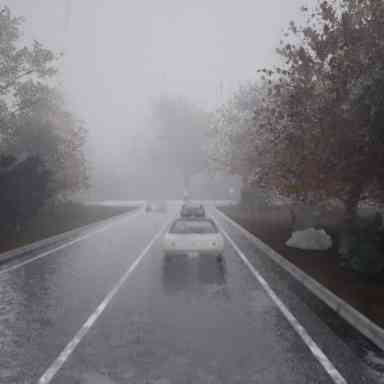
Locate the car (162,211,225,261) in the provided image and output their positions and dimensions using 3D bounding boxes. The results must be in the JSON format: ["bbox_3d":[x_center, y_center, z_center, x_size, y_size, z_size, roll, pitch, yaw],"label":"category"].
[{"bbox_3d":[0.064,1.572,12.095,1.895,1.301,4.718,0,0,0],"label":"car"}]

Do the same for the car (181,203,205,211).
[{"bbox_3d":[0.065,1.536,27.095,1.895,1.301,4.718,0,0,0],"label":"car"}]

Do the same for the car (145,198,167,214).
[{"bbox_3d":[-3.568,1.410,33.889,2.128,1.511,4.902,0,0,0],"label":"car"}]
